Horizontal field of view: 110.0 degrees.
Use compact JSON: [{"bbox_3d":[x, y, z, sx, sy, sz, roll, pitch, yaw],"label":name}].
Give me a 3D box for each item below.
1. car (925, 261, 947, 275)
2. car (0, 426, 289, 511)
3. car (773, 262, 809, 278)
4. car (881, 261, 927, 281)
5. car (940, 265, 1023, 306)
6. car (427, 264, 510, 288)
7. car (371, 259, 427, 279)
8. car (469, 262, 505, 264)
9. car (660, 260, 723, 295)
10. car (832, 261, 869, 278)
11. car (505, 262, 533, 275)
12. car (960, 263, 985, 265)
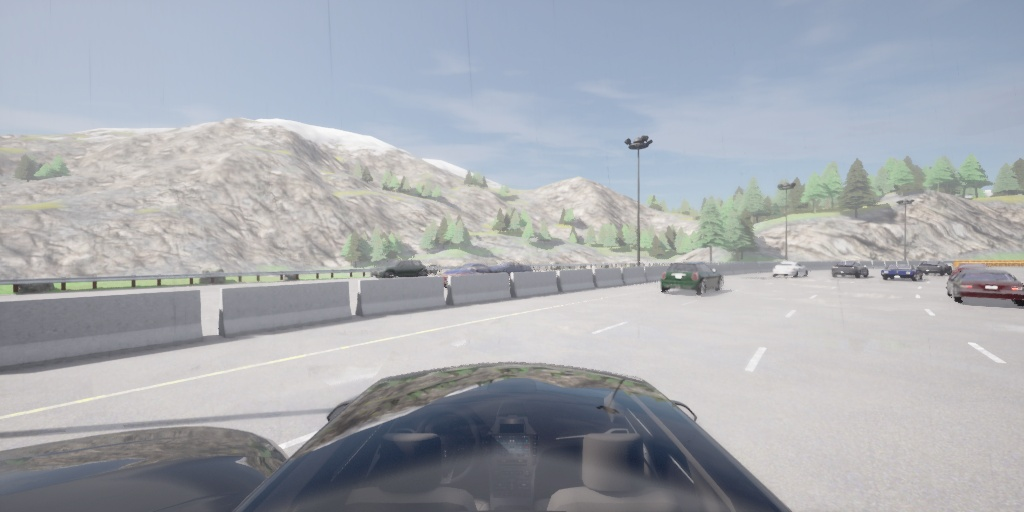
[{"bbox_3d":[43.322,1.241,36.787,4.902,1.511,2.128,0,0,-31],"label":"car"},{"bbox_3d":[-2.981,1.255,0.466,4.892,1.490,1.837,0,0,-45],"label":"car"},{"bbox_3d":[26.396,1.276,33.963,4.674,1.442,1.812,0,0,-37],"label":"car"},{"bbox_3d":[32.315,1.351,29.658,4.718,1.301,1.895,0,0,-35],"label":"car"},{"bbox_3d":[20.897,1.297,15.930,5.357,1.411,2.033,0,0,-42],"label":"car"},{"bbox_3d":[-2.614,1.351,22.380,1.895,1.301,4.718,0,0,43],"label":"car"},{"bbox_3d":[-9.497,1.102,30.326,2.097,1.767,4.553,0,0,43],"label":"car"},{"bbox_3d":[-3.007,1.275,27.025,1.812,1.442,4.674,0,0,44],"label":"car"},{"bbox_3d":[10.164,1.102,20.138,4.553,1.767,2.097,0,0,-45],"label":"car"},{"bbox_3d":[31.383,1.241,33.268,4.902,1.511,2.128,0,0,-35],"label":"car"},{"bbox_3d":[-0.367,1.297,34.587,5.357,1.411,2.033,0,0,-43],"label":"car"},{"bbox_3d":[35.306,1.276,27.475,4.674,1.442,1.812,1,0,-36],"label":"car"}]
